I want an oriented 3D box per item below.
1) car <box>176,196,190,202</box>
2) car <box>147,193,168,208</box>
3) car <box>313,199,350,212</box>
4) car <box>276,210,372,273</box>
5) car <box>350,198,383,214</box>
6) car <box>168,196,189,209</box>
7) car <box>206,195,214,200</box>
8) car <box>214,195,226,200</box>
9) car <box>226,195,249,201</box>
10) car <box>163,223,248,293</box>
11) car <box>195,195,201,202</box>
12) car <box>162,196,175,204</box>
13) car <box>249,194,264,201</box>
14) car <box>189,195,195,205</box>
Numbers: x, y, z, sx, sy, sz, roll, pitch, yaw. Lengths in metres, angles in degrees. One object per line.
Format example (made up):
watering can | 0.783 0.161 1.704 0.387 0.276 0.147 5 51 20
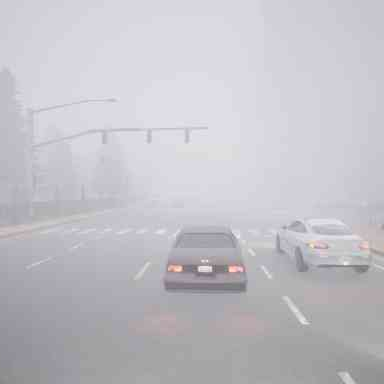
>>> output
car | -2.159 1.595 78.741 1.895 1.301 4.718 0 0 19
car | -5.118 1.222 48.369 2.150 2.045 5.566 0 0 3
car | 16.997 1.547 39.615 4.902 1.511 2.128 0 0 3
car | 3.963 1.526 10.614 1.812 1.442 4.674 0 0 3
car | 20.162 1.407 35.994 4.553 1.767 2.097 0 0 2
car | -1.775 1.506 44.716 1.837 1.490 4.892 0 0 2
car | 5.637 1.540 91.672 1.994 1.385 4.181 0 0 41
car | 8.803 1.484 89.935 1.837 1.490 4.892 0 0 41
car | 11.994 1.525 88.171 4.902 1.511 2.128 0 0 -44
car | 0.380 1.547 8.988 2.033 1.411 5.357 0 0 3
car | 0.772 1.478 76.417 1.882 1.535 5.008 0 0 14
car | -4.419 1.477 63.737 1.882 1.535 5.008 0 0 3
car | 17.008 1.540 87.807 5.357 1.411 2.033 0 0 -35
car | -1.065 1.491 61.217 2.128 1.511 4.902 0 0 3
